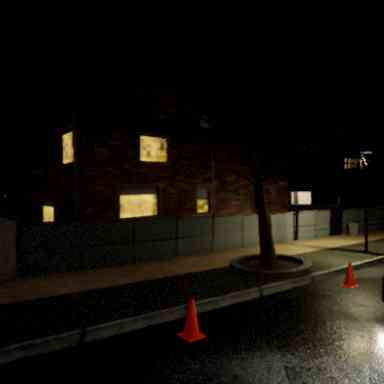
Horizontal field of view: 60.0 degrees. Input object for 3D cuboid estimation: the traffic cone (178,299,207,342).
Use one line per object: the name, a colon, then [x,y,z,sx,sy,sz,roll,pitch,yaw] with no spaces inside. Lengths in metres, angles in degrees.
traffic cone: [0.004,1.993,5.283,0.340,0.580,0.340,1,-1,-37]

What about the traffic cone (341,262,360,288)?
traffic cone: [3.933,2.042,8.279,0.340,0.580,0.340,1,-1,-38]

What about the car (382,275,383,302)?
car: [5.801,1.580,6.998,4.902,1.511,2.128,1,-1,-38]
